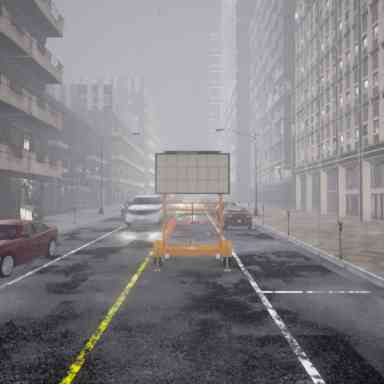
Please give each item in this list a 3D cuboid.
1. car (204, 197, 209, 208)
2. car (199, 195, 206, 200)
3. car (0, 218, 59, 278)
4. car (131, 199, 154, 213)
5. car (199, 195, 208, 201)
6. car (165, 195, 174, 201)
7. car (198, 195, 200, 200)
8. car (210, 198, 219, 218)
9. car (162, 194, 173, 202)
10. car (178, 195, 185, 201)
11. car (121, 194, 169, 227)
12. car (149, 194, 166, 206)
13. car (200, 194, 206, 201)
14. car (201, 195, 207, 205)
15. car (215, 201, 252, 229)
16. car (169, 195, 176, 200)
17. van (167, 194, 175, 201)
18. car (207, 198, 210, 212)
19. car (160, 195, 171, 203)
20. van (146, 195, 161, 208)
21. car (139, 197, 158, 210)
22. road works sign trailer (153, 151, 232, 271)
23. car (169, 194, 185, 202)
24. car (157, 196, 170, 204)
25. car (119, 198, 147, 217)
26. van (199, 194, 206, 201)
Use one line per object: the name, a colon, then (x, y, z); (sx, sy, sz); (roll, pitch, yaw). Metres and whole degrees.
car: (2.766, 1.554, 38.020); (1.887, 1.381, 4.507); (1, 0, 0)
car: (2.857, 1.573, 93.500); (1.947, 1.339, 4.313); (1, 0, 0)
car: (-5.660, 1.548, 10.224); (1.887, 1.381, 4.507); (1, 0, 0)
car: (-5.614, 1.554, 37.958); (1.887, 1.381, 4.507); (1, 0, 0)
car: (2.841, 1.449, 82.404); (1.967, 1.590, 4.097); (1, 0, 0)
car: (-5.551, 1.535, 82.161); (1.752, 1.417, 4.829); (1, 0, 0)
car: (2.820, 1.592, 71.308); (1.802, 1.307, 4.206); (1, 0, 0)
car: (2.749, 1.448, 26.923); (1.967, 1.590, 4.097); (1, 0, 0)
car: (-5.549, 1.325, 76.785); (2.192, 1.841, 5.009); (1, 0, 0)
car: (-2.852, 1.547, 90.875); (1.812, 1.442, 4.674); (0, 0, 0)
car: (-3.064, 1.228, 22.977); (2.150, 2.045, 5.566); (0, 0, 0)
car: (-5.583, 1.325, 54.598); (2.192, 1.841, 5.009); (1, 0, 0)
car: (2.803, 1.535, 60.381); (1.752, 1.417, 4.829); (1, 0, 0)
car: (2.784, 1.560, 49.116); (2.008, 1.369, 4.403); (1, 0, 0)
car: (2.738, 1.551, 21.376); (1.887, 1.381, 4.507); (1, 0, 0)
car: (-5.490, 1.533, 93.255); (1.752, 1.417, 4.829); (1, 0, 0)
van: (-5.503, 1.350, 87.879); (1.690, 1.788, 3.998); (1, 0, 0)
car: (2.757, 1.553, 32.472); (1.887, 1.381, 4.507); (1, 0, 0)
car: (-5.557, 1.450, 71.238); (1.967, 1.590, 4.097); (1, 0, 0)
van: (-5.592, 1.350, 49.052); (1.690, 1.788, 3.998); (1, 0, 0)
car: (-5.603, 1.449, 43.505); (1.967, 1.590, 4.097); (1, 0, 0)
road works sign trailer: (0.016, 0.468, 10.857); (2.380, 3.560, 2.880); (0, 0, 0)
car: (-2.939, 1.535, 64.435); (1.812, 1.442, 4.674); (0, 0, 1)
car: (-5.569, 1.561, 65.691); (2.008, 1.369, 4.403); (1, 0, 0)
car: (-5.622, 1.449, 32.410); (1.967, 1.590, 4.097); (1, 0, 0)
van: (2.852, 1.350, 87.952); (1.690, 1.788, 3.998); (1, 0, 0)
